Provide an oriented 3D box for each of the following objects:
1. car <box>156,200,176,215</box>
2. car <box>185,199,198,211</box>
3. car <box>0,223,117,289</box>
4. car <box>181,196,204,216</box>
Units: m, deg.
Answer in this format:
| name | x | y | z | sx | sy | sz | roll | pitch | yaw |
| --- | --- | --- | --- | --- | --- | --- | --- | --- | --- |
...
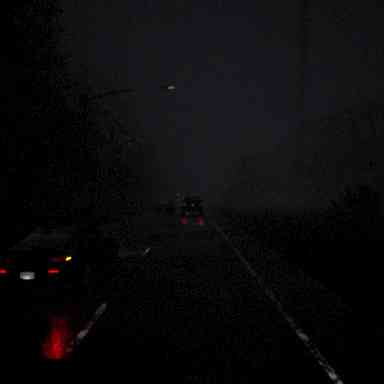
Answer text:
| name | x | y | z | sx | sy | sz | roll | pitch | yaw |
| --- | --- | --- | --- | --- | --- | --- | --- | --- | --- |
| car | -2.788 | 1.655 | 36.521 | 1.882 | 1.535 | 5.008 | 0 | 0 | 2 |
| car | -0.043 | 1.753 | 46.655 | 1.812 | 1.442 | 4.674 | 0 | 0 | 0 |
| car | -3.405 | 1.570 | 9.192 | 1.812 | 1.442 | 4.674 | 0 | 0 | 0 |
| car | 0.057 | 1.394 | 34.926 | 2.150 | 2.045 | 5.566 | 0 | 0 | 0 |
